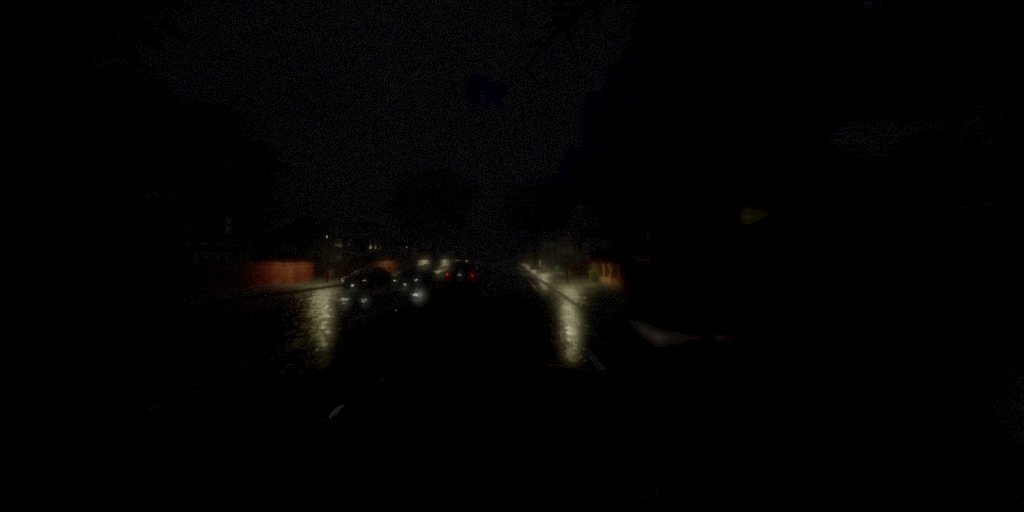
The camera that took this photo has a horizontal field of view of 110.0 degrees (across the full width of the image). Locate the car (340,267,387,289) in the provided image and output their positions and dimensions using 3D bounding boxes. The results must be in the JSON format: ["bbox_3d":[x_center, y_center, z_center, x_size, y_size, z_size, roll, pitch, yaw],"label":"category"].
[{"bbox_3d":[-9.844,1.467,24.920,2.033,1.411,5.357,0,-1,0],"label":"car"}]

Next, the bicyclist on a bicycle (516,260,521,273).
[{"bbox_3d":[0.907,1.513,49.179,0.659,1.776,1.843,0,0,0],"label":"bicyclist on a bicycle"}]

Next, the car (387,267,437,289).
[{"bbox_3d":[-6.594,1.467,24.953,2.033,1.411,5.357,0,-1,0],"label":"car"}]

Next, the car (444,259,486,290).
[{"bbox_3d":[-3.144,1.263,24.065,2.097,1.767,4.553,0,0,0],"label":"car"}]

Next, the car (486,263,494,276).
[{"bbox_3d":[-3.137,1.564,41.704,2.128,1.511,4.902,0,-1,0],"label":"car"}]
